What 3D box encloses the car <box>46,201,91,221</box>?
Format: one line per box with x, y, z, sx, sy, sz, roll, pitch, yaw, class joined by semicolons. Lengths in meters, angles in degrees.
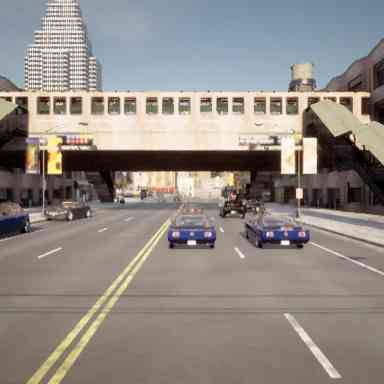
-10.005;1.480;27.355;2.231;1.521;4.892;0;0;10;car

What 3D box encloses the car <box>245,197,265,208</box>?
6.725;1.594;38.584;1.895;1.301;4.718;0;0;0;car

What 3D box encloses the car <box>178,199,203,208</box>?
0.000;1.563;29.650;2.033;1.411;5.357;0;0;0;car

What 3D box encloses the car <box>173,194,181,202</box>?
-3.386;1.453;75.840;1.837;1.490;4.892;0;0;0;car

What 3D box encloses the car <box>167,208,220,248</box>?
0.000;1.616;14.680;1.895;1.301;4.718;0;0;0;car

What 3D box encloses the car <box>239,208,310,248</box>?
3.500;1.616;14.680;1.895;1.301;4.718;0;0;0;car

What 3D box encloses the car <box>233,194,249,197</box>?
6.680;1.228;45.981;2.435;2.045;5.566;0;0;0;car

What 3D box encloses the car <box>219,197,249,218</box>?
3.500;1.485;29.649;1.882;1.535;5.008;0;0;0;car

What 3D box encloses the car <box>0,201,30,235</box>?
-10.040;1.353;16.580;2.185;1.767;4.553;0;0;0;car

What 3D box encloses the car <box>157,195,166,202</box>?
-6.886;1.493;75.839;2.033;1.411;5.357;0;0;0;car
